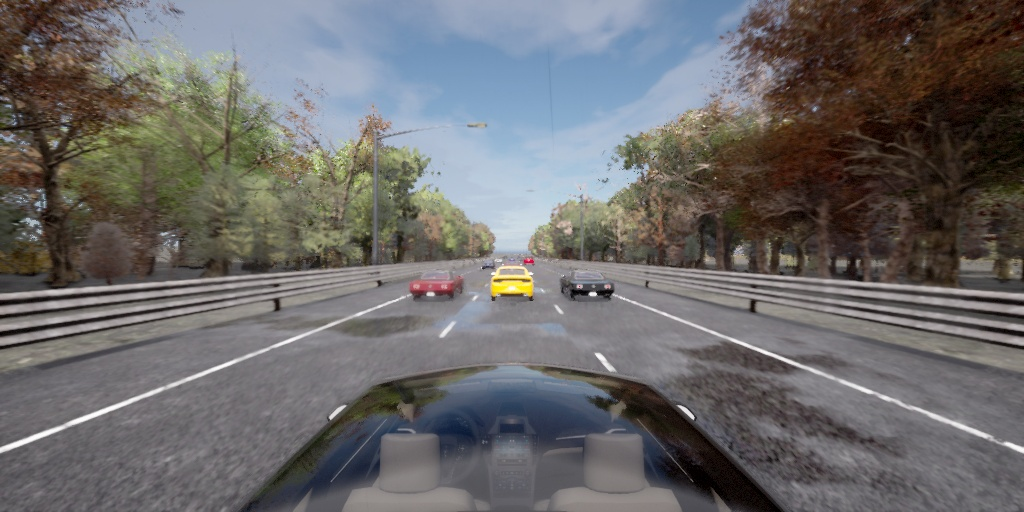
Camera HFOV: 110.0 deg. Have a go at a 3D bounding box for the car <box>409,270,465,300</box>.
[{"bbox_3d":[-3.499,1.357,17.703,1.895,1.301,4.718,0,0,0],"label":"car"}]

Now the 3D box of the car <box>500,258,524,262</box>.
[{"bbox_3d":[0.006,1.236,36.795,1.882,1.535,5.008,0,0,0],"label":"car"}]

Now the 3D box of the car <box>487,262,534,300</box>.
[{"bbox_3d":[0.004,1.234,17.728,1.882,1.535,5.008,0,0,0],"label":"car"}]

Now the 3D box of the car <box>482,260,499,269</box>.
[{"bbox_3d":[-3.490,1.302,54.770,2.033,1.411,5.357,0,0,0],"label":"car"}]

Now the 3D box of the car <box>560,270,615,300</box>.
[{"bbox_3d":[3.503,1.357,17.701,1.895,1.301,4.718,0,0,0],"label":"car"}]
